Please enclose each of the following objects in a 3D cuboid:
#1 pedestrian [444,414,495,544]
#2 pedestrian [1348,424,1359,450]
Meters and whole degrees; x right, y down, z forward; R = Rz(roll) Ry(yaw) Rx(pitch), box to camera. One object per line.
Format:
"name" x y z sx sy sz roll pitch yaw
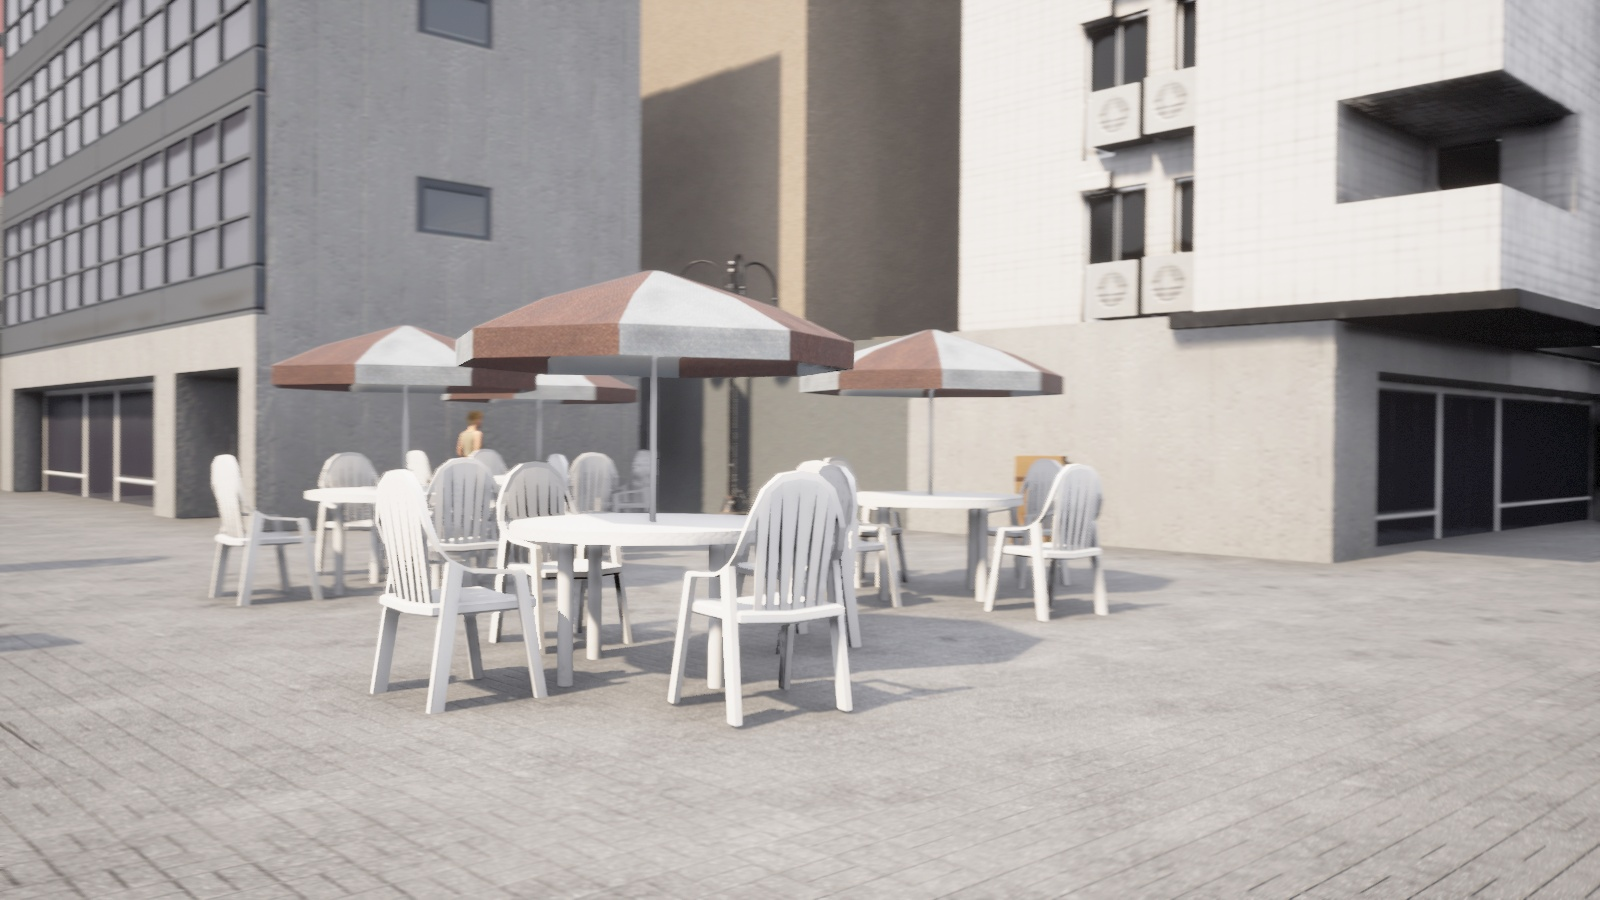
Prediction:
"pedestrian" -4.773 0.408 18.130 0.345 1.836 0.594 0 1 43
"pedestrian" 39.677 -0.913 90.031 0.345 1.836 0.594 -1 1 -43
